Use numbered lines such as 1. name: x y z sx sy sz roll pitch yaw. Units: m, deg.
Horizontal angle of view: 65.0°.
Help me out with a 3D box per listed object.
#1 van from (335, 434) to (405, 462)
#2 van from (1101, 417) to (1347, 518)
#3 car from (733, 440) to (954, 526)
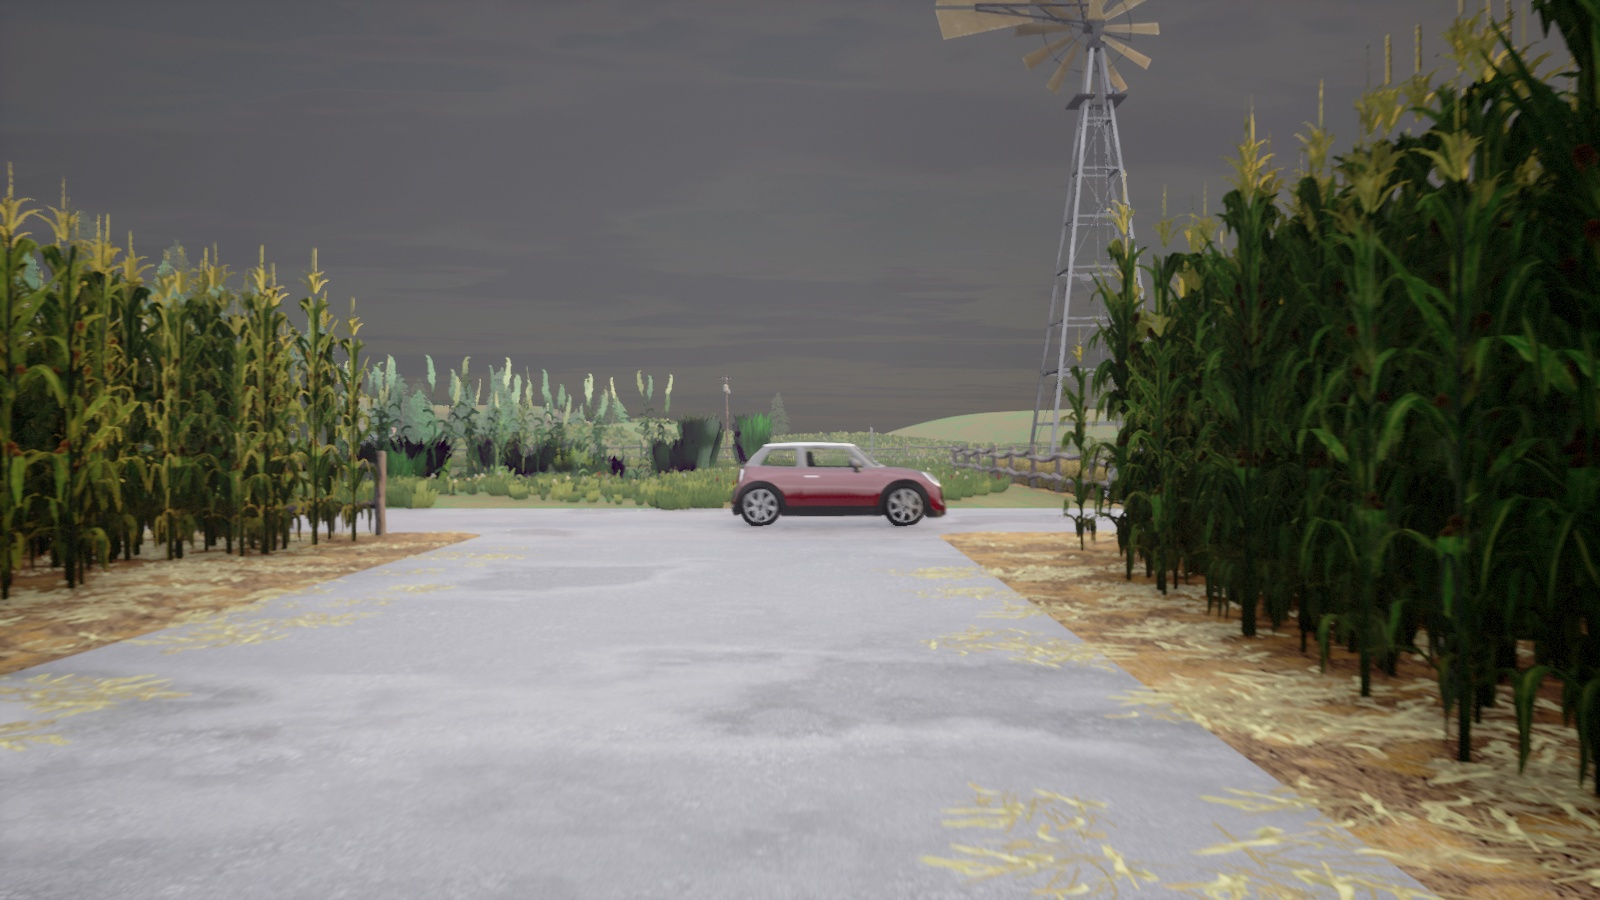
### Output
1. van: -31.045 -0.141 90.811 4.442 1.987 1.775 0 0 6
2. van: 8.590 0.333 25.708 4.442 1.987 1.775 0 0 0
3. car: 0.758 0.560 22.628 3.806 1.475 1.970 0 0 0
